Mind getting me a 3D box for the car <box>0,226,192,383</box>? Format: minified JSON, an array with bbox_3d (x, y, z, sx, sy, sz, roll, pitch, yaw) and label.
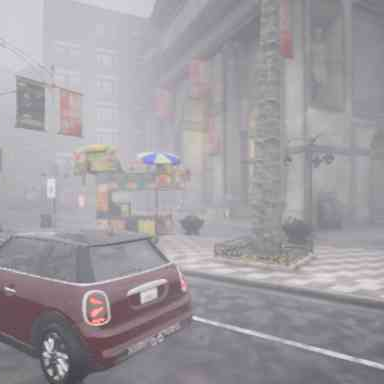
[{"bbox_3d":[-2.284,1.381,5.580,4.553,1.767,2.097,0,0,36],"label":"car"}]
